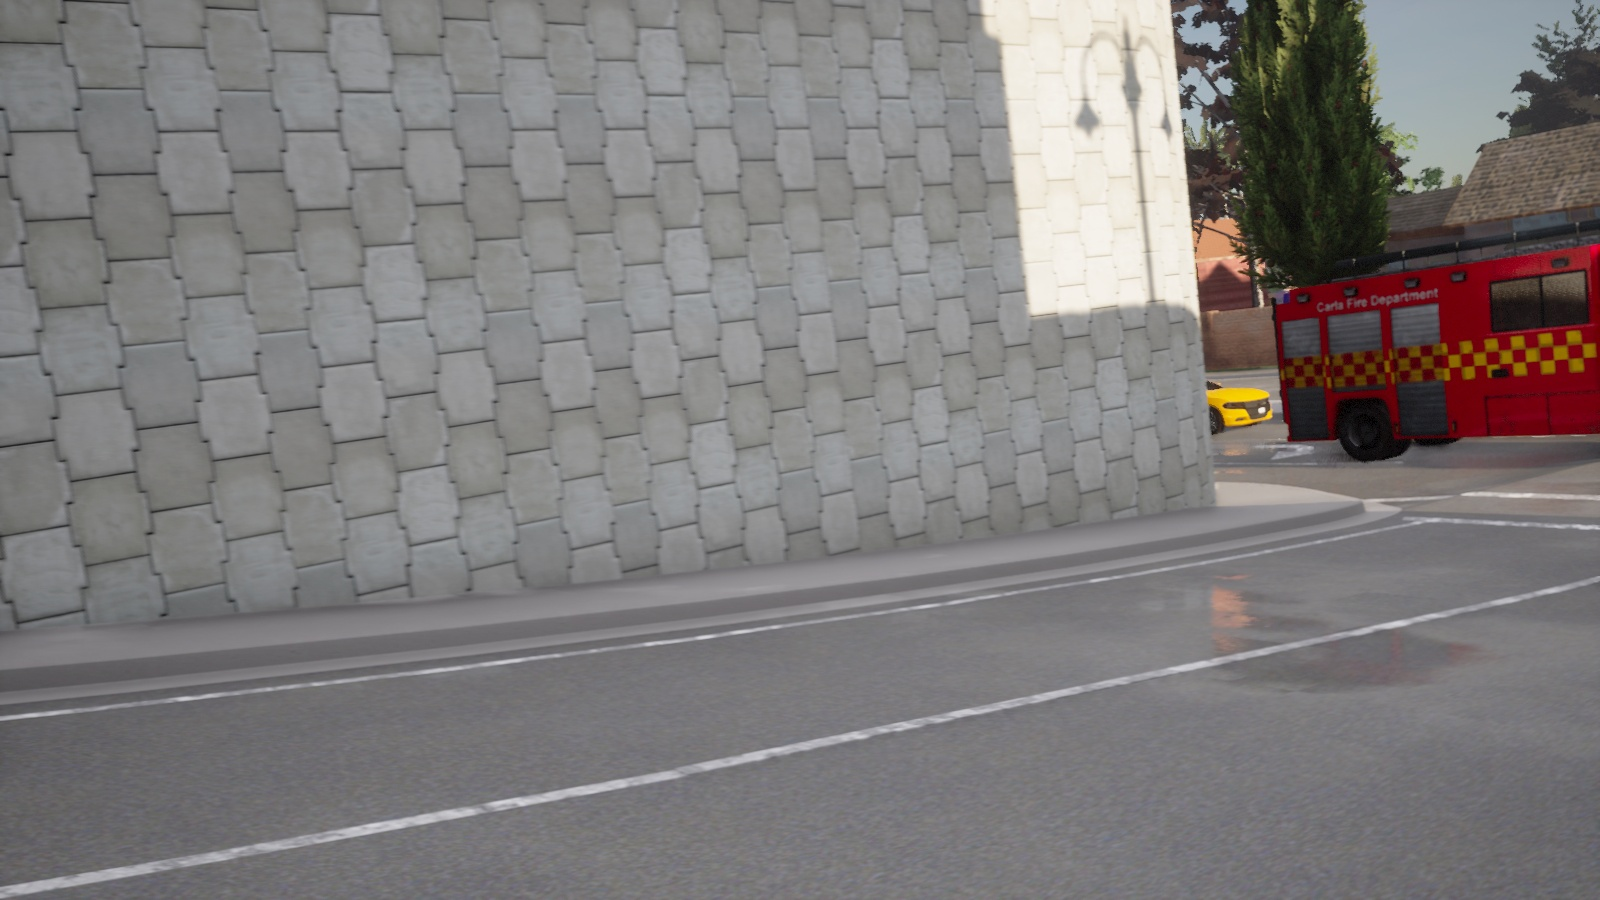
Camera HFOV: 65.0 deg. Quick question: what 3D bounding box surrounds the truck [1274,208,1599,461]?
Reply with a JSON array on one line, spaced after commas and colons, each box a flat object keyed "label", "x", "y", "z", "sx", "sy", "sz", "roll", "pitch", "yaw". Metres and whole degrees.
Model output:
[{"label": "truck", "x": 12.816, "y": -1.952, "z": 21.526, "sx": 2.891, "sy": 3.827, "sz": 8.468, "roll": -9, "pitch": 3, "yaw": -31}]

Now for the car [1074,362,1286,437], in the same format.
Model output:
[{"label": "car", "x": 9.728, "y": -1.263, "z": 32.516, "sx": 1.882, "sy": 1.535, "sz": 5.008, "roll": -11, "pitch": 6, "yaw": -36}]
